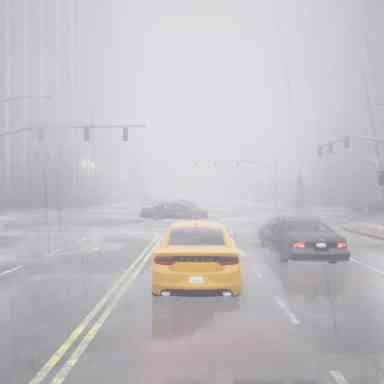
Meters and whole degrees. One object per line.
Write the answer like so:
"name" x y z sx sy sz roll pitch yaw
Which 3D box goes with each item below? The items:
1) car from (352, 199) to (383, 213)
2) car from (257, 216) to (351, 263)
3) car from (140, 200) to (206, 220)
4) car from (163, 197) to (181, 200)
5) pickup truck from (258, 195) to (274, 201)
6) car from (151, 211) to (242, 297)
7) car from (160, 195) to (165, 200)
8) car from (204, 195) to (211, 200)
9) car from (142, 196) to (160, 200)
"car" 20.211 1.505 36.615 4.892 1.490 1.837 0 0 1
"car" 3.667 1.547 11.876 2.033 1.411 5.357 0 0 1
"car" -1.393 1.547 26.306 5.357 1.411 2.033 0 0 1
"car" -1.165 1.564 39.119 1.994 1.385 4.181 0 0 30
"pickup truck" 17.241 1.059 76.577 2.390 2.098 6.274 0 0 31
"car" 0.121 1.478 8.636 1.882 1.535 5.008 0 0 1
"car" -6.572 1.477 61.248 1.882 1.535 5.008 0 0 1
"car" 4.239 1.595 91.187 1.895 1.301 4.718 0 0 0
"car" -6.671 1.491 51.771 2.128 1.511 4.902 0 0 1
